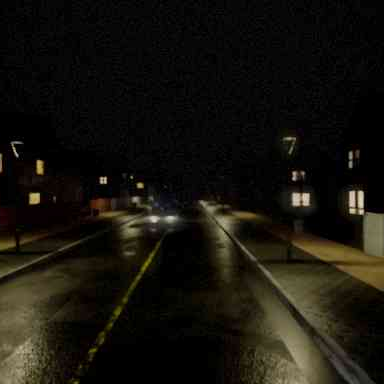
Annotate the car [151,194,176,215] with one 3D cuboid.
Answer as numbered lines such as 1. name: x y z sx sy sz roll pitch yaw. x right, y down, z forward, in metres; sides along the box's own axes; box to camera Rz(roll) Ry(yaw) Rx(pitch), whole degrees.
1. car: -2.835 1.226 34.229 2.150 2.045 5.566 0 0 0
